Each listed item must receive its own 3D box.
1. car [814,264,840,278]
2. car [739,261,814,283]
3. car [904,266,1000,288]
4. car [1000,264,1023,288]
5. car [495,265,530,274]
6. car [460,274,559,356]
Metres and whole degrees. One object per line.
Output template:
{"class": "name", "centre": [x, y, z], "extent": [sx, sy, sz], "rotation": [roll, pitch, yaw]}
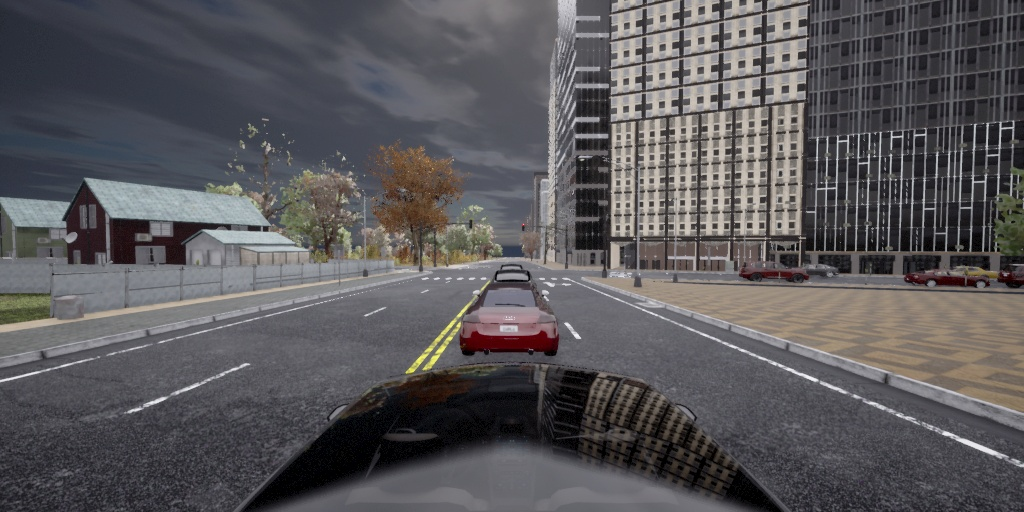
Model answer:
{"class": "car", "centre": [31.001, 1.469, 37.165], "extent": [4.403, 1.370, 2.007], "rotation": [0, 0, 20]}
{"class": "car", "centre": [22.975, 1.394, 31.707], "extent": [5.009, 1.841, 2.192], "rotation": [0, 0, 20]}
{"class": "car", "centre": [33.626, 1.716, 27.822], "extent": [4.507, 1.381, 1.888], "rotation": [0, 0, 20]}
{"class": "car", "centre": [38.952, 1.531, 25.880], "extent": [5.009, 1.841, 2.192], "rotation": [0, 0, 20]}
{"class": "car", "centre": [0.028, 1.250, 14.016], "extent": [1.837, 1.490, 4.892], "rotation": [0, 0, 0]}
{"class": "car", "centre": [-0.033, 1.311, 8.630], "extent": [1.994, 1.385, 4.181], "rotation": [0, 0, 1]}
